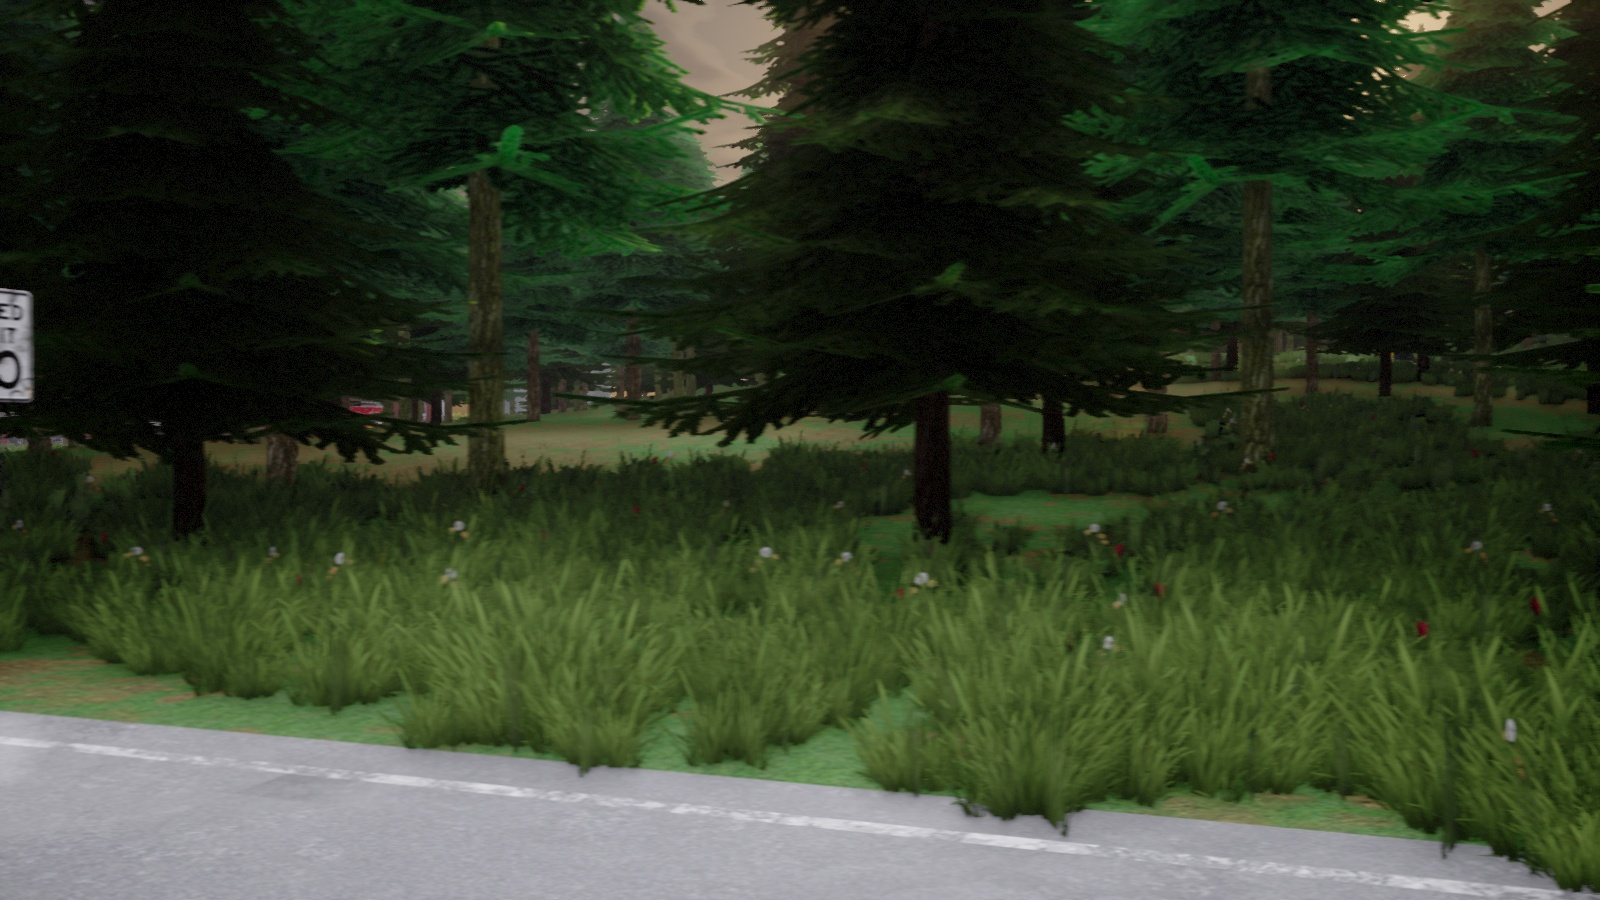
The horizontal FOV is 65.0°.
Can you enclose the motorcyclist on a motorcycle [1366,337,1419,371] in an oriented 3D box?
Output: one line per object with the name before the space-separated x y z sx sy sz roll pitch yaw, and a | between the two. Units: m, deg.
motorcyclist on a motorcycle | 28.432 -4.620 60.307 0.797 1.523 2.044 -1 6 -40
